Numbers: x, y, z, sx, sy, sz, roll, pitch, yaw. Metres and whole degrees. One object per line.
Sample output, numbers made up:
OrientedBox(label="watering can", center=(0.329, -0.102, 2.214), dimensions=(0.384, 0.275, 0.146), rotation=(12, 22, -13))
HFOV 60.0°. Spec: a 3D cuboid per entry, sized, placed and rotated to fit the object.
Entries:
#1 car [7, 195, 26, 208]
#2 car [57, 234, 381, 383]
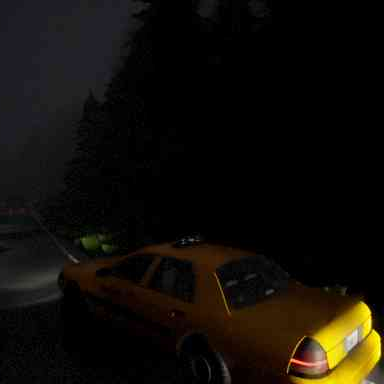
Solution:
OrientedBox(label="car", center=(-21.122, 1.057, 40.060), dimensions=(2.128, 1.511, 4.902), rotation=(-2, 2, -26))
OrientedBox(label="car", center=(-0.248, 1.417, 5.079), dimensions=(5.366, 1.575, 1.801), rotation=(1, 1, 44))
